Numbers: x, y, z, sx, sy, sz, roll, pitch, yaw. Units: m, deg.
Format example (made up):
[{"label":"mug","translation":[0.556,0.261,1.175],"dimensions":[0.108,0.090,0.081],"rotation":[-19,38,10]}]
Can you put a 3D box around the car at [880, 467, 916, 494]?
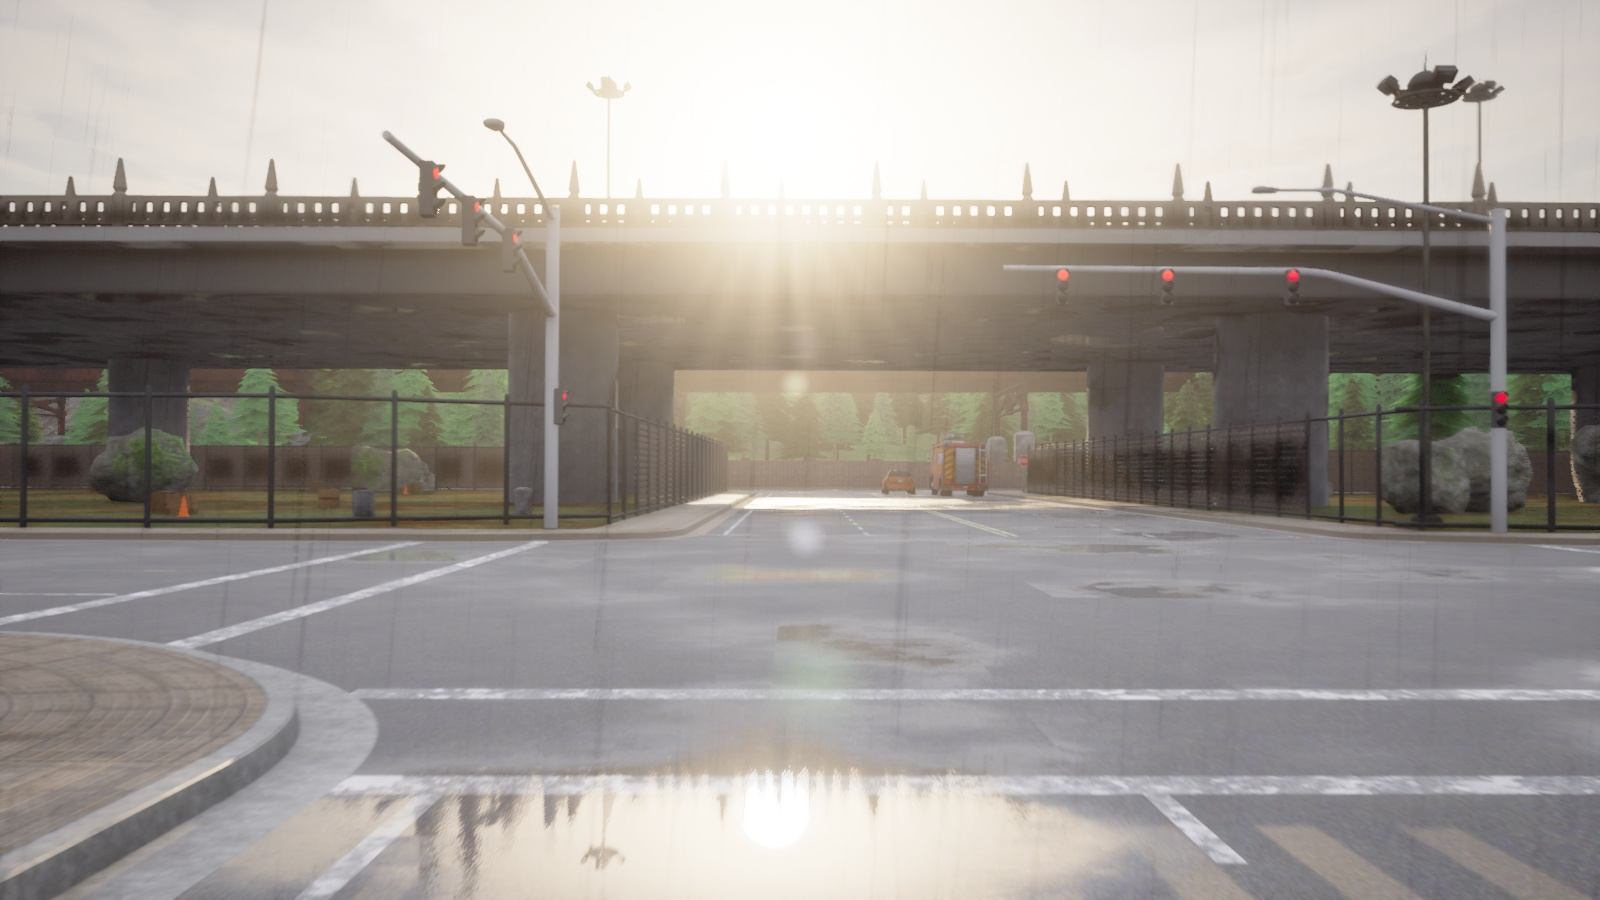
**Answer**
[{"label":"car","translation":[6.788,2.105,87.147],"dimensions":[2.097,1.767,4.553],"rotation":[0,-1,0]}]

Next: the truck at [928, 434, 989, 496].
[{"label":"truck","translation":[10.295,0.991,82.580],"dimensions":[2.891,3.827,8.468],"rotation":[0,-1,0]}]
